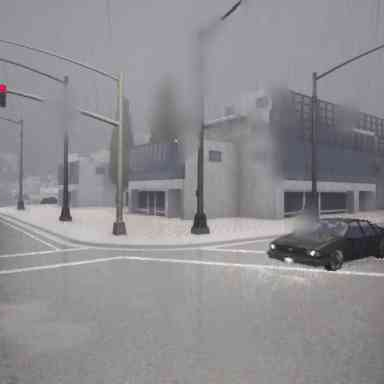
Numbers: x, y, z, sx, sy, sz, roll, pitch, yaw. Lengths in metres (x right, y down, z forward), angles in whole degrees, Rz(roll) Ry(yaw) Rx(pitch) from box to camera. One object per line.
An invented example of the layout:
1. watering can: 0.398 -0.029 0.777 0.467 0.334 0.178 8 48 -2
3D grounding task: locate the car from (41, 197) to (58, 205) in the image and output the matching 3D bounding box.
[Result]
1. car: -24.511 1.506 58.510 1.994 1.385 4.181 0 0 16

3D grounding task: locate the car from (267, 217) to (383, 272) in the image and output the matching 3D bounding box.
1. car: 4.901 1.583 11.170 5.357 1.411 2.033 0 0 -37
